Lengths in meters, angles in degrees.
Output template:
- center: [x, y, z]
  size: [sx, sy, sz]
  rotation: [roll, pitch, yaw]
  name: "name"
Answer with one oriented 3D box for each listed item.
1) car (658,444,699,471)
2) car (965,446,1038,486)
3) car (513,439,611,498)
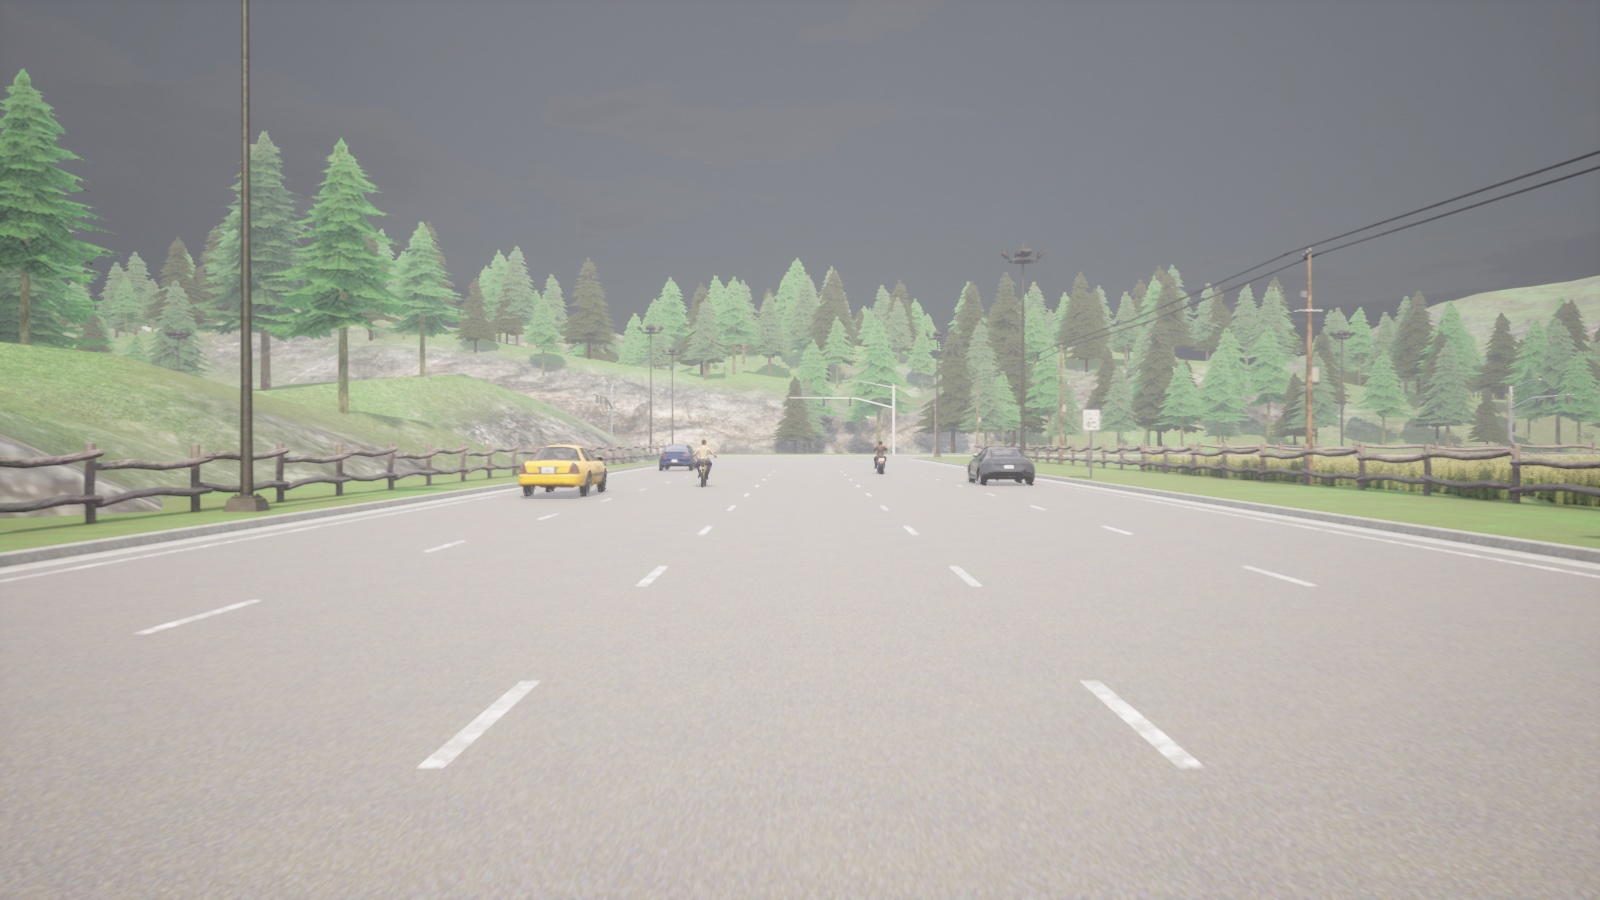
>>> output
- center: [-6.598, 0.380, 68.615]
  size: [1.812, 1.442, 4.674]
  rotation: [0, 0, 0]
  name: "car"
- center: [7.273, 0.558, 45.714]
  size: [1.994, 1.385, 4.181]
  rotation: [0, 0, 0]
  name: "car"
- center: [-6.779, 0.475, 36.299]
  size: [1.801, 1.575, 5.366]
  rotation: [0, 0, 0]
  name: "car"
